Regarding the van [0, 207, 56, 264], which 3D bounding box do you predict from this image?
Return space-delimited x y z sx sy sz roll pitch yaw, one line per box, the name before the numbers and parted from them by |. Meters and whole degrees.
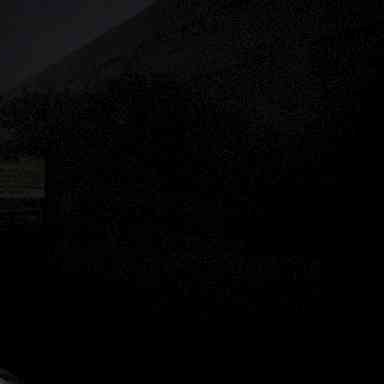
van | -6.782 1.520 10.984 1.878 1.987 4.442 -3 -3 38
